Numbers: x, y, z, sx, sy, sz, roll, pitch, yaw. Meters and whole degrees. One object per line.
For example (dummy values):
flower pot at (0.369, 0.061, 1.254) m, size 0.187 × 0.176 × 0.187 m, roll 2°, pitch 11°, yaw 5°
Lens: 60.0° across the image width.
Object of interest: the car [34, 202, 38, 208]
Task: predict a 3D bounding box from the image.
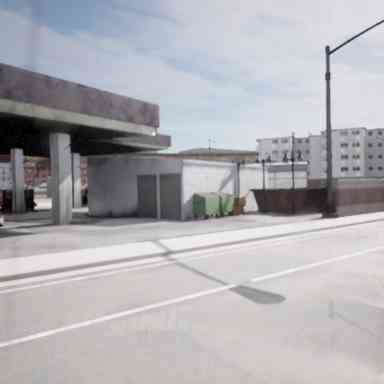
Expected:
car at (-19.898, 1.425, 37.508) m, size 1.895 × 1.301 × 4.718 m, roll -1°, pitch 1°, yaw 28°

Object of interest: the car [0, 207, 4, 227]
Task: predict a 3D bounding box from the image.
car at (-12.782, 1.402, 20.487) m, size 1.970 × 1.475 × 3.806 m, roll -2°, pitch 1°, yaw -34°
